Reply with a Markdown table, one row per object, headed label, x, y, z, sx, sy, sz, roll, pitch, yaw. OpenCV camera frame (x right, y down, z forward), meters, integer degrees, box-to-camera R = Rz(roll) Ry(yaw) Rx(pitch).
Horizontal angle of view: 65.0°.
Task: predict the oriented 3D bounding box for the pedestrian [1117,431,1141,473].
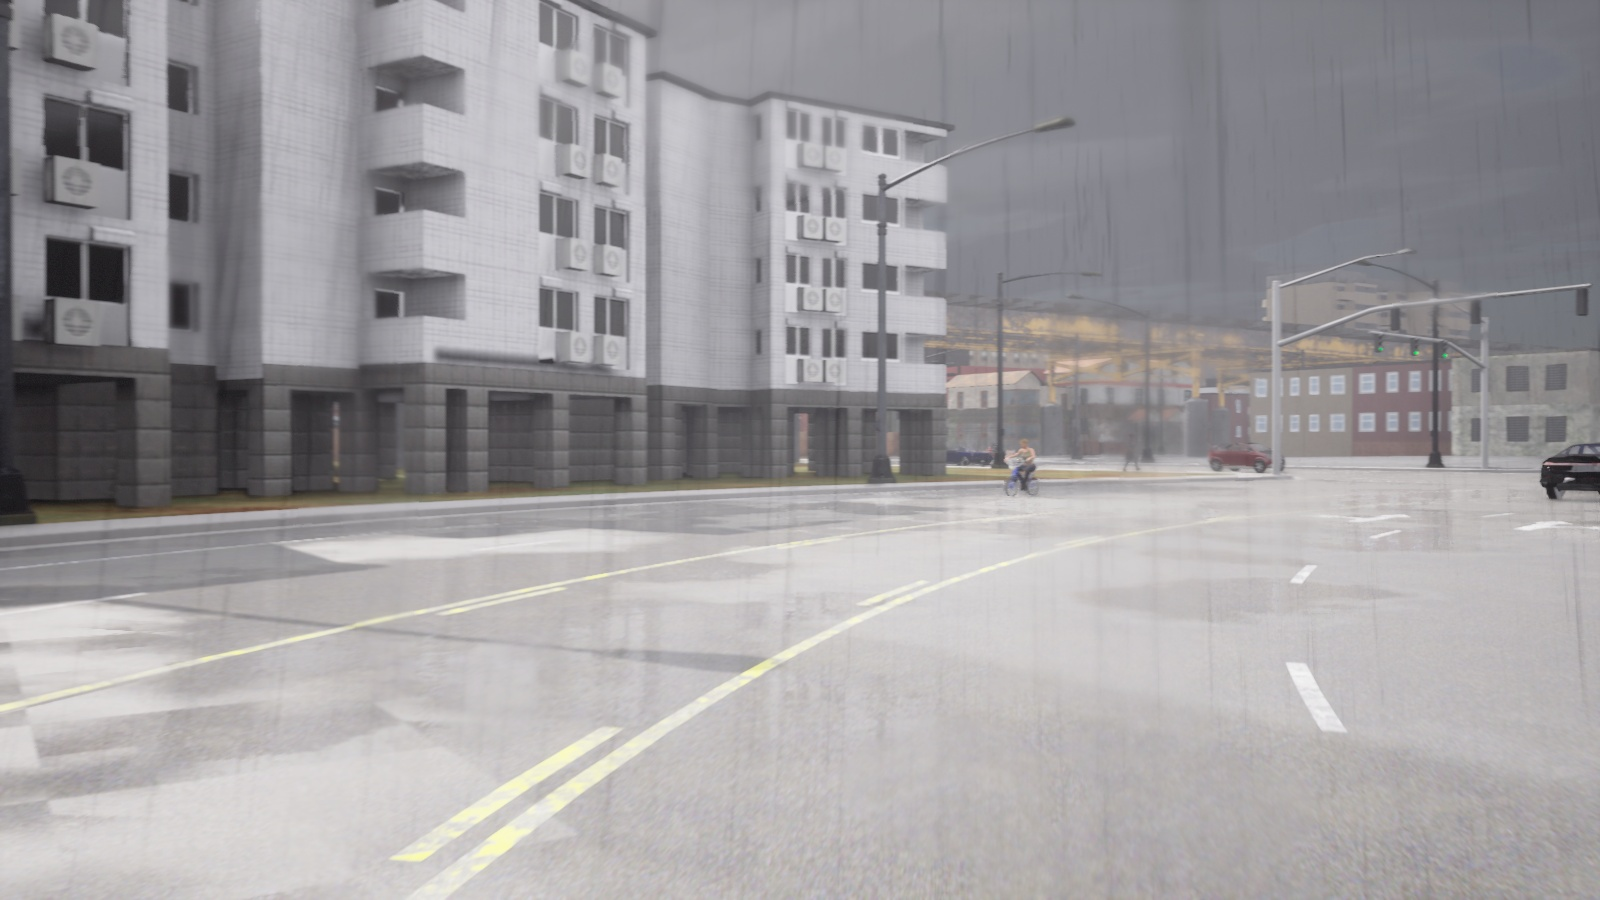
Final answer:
| label | x | y | z | sx | sy | sz | roll | pitch | yaw |
| --- | --- | --- | --- | --- | --- | --- | --- | --- | --- |
| pedestrian | 15.477 | 0.105 | 59.053 | 0.659 | 1.952 | 0.873 | 0 | 0 | -33 |

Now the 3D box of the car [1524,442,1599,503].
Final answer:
| label | x | y | z | sx | sy | sz | roll | pitch | yaw |
| --- | --- | --- | --- | --- | --- | --- | --- | --- | --- |
| car | 21.665 | 0.557 | 33.534 | 4.902 | 1.511 | 2.128 | 0 | 0 | -34 |

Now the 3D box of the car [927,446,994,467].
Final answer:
| label | x | y | z | sx | sy | sz | roll | pitch | yaw |
| --- | --- | --- | --- | --- | --- | --- | --- | --- | --- |
| car | 10.311 | 0.410 | 80.968 | 1.895 | 1.301 | 4.718 | 0 | 0 | -28 |

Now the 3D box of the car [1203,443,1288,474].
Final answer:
| label | x | y | z | sx | sy | sz | roll | pitch | yaw |
| --- | --- | --- | --- | --- | --- | --- | --- | --- | --- |
| car | 22.477 | 0.412 | 63.433 | 1.789 | 1.549 | 3.705 | 0 | 0 | -34 |

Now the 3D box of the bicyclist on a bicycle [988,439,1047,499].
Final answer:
| label | x | y | z | sx | sy | sz | roll | pitch | yaw |
| --- | --- | --- | --- | --- | --- | --- | --- | --- | --- |
| bicyclist on a bicycle | 6.018 | 0.499 | 34.736 | 1.509 | 1.612 | 0.866 | 0 | 1 | -43 |
